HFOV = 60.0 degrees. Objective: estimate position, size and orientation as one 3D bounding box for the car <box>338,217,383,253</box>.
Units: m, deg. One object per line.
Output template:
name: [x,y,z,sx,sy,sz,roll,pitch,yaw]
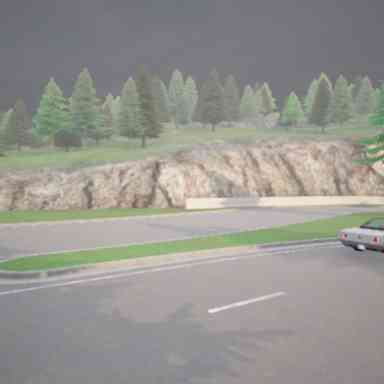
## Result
car: [7.747,1.557,12.046,4.718,1.301,1.895,0,0,-23]
